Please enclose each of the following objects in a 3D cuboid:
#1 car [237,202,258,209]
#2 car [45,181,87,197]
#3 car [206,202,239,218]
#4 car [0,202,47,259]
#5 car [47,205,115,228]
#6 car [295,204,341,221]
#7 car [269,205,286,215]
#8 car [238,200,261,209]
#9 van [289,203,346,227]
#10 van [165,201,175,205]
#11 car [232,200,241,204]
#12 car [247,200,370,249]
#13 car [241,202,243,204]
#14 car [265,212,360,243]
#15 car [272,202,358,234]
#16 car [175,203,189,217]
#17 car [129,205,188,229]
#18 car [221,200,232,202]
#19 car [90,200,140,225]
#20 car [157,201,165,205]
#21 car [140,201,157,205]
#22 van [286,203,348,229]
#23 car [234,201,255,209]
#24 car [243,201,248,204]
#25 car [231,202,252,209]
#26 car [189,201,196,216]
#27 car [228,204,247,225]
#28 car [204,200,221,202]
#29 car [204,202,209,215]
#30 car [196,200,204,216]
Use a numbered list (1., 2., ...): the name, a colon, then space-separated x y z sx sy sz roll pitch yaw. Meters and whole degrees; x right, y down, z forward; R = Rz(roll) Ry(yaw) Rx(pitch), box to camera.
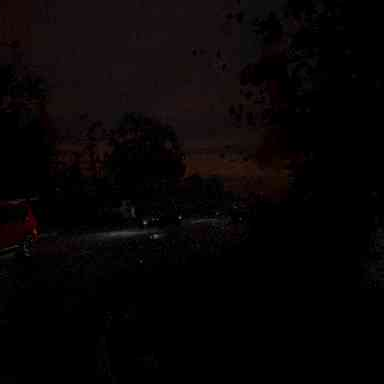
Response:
1. car: 13.552 3.348 81.987 4.892 1.521 2.231 0 -2 2
2. car: -12.952 -0.346 34.289 2.128 1.511 4.902 0 3 22
3. car: 3.933 2.357 41.740 2.128 1.511 4.902 0 -1 22
4. car: -7.012 1.352 10.589 2.150 2.045 5.566 1 -1 0
5. car: -8.823 1.941 25.832 4.792 1.488 2.163 0 -1 2
6. car: 14.599 2.354 38.707 4.553 1.767 2.185 1 -1 2
7. car: 13.140 2.728 51.078 1.837 1.490 4.892 0 -2 22
8. car: 14.650 3.167 84.789 5.566 2.045 2.435 0 -1 2
9. van: 11.405 2.045 30.466 4.442 1.987 1.878 1 -1 2
10. van: -4.443 1.975 37.078 4.442 1.987 1.878 0 -1 2
11. car: 5.703 2.595 62.343 5.566 2.045 2.435 0 -1 2
12. car: 5.842 1.662 16.735 5.566 2.045 2.435 1 -1 2
13. car: 6.883 2.947 65.142 4.792 1.488 2.163 0 -2 2
14. car: 6.880 2.012 19.454 4.792 1.488 2.163 1 -1 2
15. car: 9.072 1.874 24.965 5.566 2.045 2.435 1 -1 2
16. car: -3.215 2.274 39.884 4.892 1.521 2.231 0 -2 2
17. car: -2.444 2.001 25.986 2.128 1.511 4.902 0 -1 22
18. car: 3.531 2.452 56.722 5.566 2.045 2.435 0 -2 2
19. car: -7.705 1.732 28.648 5.566 2.045 2.435 0 -1 2
20. car: -5.476 2.003 34.277 4.553 1.767 2.185 0 -2 2
21. car: -6.535 1.805 31.475 5.566 2.045 2.435 0 -2 2
22. van: 10.310 1.974 27.718 4.442 1.987 1.878 1 -1 2
23. car: 12.471 3.149 79.177 4.553 1.767 2.185 0 -1 2
24. car: 7.998 2.738 67.958 5.566 2.045 2.435 0 -2 2
25. car: 11.291 3.078 76.378 4.553 1.767 2.185 0 -2 2
26. car: -2.055 2.219 42.675 4.553 1.767 2.185 0 -1 2
27. car: 5.116 2.188 30.922 1.882 1.535 5.008 0 -1 22
28. car: 1.234 2.309 51.113 5.566 2.045 2.435 0 -1 2
29. car: 0.177 2.518 48.297 4.792 1.488 2.163 0 -2 2
30. car: -0.943 2.291 45.492 4.553 1.767 2.185 0 -1 2
